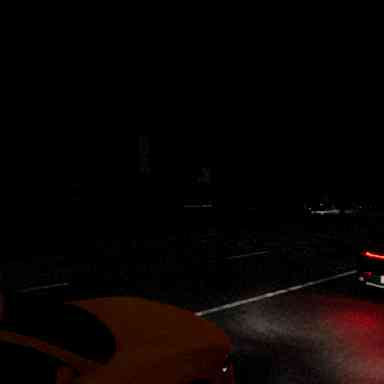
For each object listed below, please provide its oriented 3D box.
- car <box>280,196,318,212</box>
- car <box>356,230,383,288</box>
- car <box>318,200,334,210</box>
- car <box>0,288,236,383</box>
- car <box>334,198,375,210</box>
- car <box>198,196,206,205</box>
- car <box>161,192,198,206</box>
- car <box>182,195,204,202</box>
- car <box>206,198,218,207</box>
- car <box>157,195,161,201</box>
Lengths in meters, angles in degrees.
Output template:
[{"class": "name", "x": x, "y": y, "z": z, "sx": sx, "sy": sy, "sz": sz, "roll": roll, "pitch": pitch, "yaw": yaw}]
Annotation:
[{"class": "car", "x": 10.662, "y": 1.369, "z": 36.768, "sx": 2.033, "sy": 1.411, "sz": 5.357, "roll": -1, "pitch": 0, "yaw": -39}, {"class": "car", "x": 5.827, "y": 1.479, "z": 7.923, "sx": 4.892, "sy": 1.490, "sz": 1.837, "roll": 0, "pitch": 0, "yaw": -36}, {"class": "car", "x": 13.475, "y": 1.300, "z": 38.855, "sx": 1.837, "sy": 1.490, "sz": 4.892, "roll": -1, "pitch": 0, "yaw": -39}, {"class": "car", "x": -1.877, "y": 1.477, "z": 2.389, "sx": 5.008, "sy": 1.535, "sz": 1.882, "roll": 0, "pitch": 0, "yaw": -36}, {"class": "car", "x": 18.390, "y": 1.367, "z": 38.654, "sx": 1.895, "sy": 1.301, "sz": 4.718, "roll": -1, "pitch": 0, "yaw": -39}, {"class": "car", "x": 1.384, "y": 1.405, "z": 53.876, "sx": 1.895, "sy": 1.301, "sz": 4.718, "roll": -1, "pitch": 0, "yaw": -39}, {"class": "car", "x": -2.041, "y": 1.052, "z": 52.547, "sx": 2.150, "sy": 2.045, "sz": 5.566, "roll": -1, "pitch": 0, "yaw": -39}, {"class": "car", "x": 0.078, "y": 1.356, "z": 66.974, "sx": 1.895, "sy": 1.301, "sz": 4.718, "roll": -1, "pitch": 0, "yaw": -39}, {"class": "car", "x": 4.512, "y": 1.304, "z": 44.403, "sx": 1.882, "sy": 1.535, "sz": 5.008, "roll": -1, "pitch": 0, "yaw": -39}, {"class": "car", "x": -6.273, "y": 1.285, "z": 74.751, "sx": 2.128, "sy": 1.511, "sz": 4.902, "roll": -1, "pitch": 0, "yaw": -38}]
